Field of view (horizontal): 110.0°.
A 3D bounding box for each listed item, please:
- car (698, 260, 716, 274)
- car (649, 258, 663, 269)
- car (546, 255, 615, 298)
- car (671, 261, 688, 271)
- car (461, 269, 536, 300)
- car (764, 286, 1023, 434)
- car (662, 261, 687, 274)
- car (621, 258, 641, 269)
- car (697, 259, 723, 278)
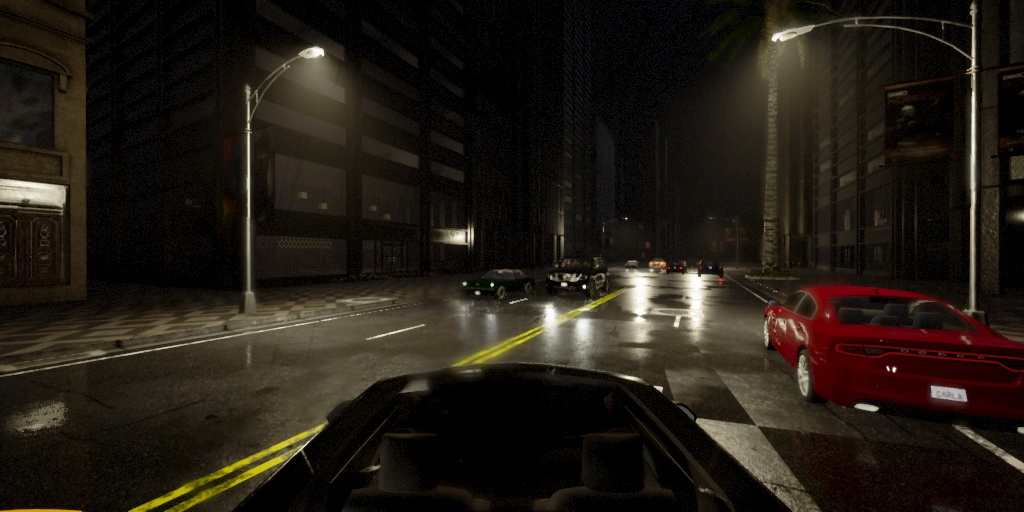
[{"bbox_3d":[23.671,1.251,43.616,1.882,1.535,5.008,0,0,28],"label":"car"},{"bbox_3d":[23.118,1.139,56.994,2.097,1.767,4.553,0,0,27],"label":"car"},{"bbox_3d":[3.678,0.975,19.172,2.150,2.045,5.566,0,0,27],"label":"car"},{"bbox_3d":[23.485,1.381,50.212,1.895,1.301,4.718,0,0,27],"label":"car"},{"bbox_3d":[-0.544,1.353,18.065,1.895,1.301,4.718,0,0,27],"label":"car"},{"bbox_3d":[5.508,1.228,5.796,1.882,1.535,5.008,0,0,27],"label":"car"},{"bbox_3d":[18.607,1.317,40.708,2.033,1.411,5.357,0,0,27],"label":"car"},{"bbox_3d":[18.834,1.332,55.792,2.033,1.411,5.357,0,0,27],"label":"car"},{"bbox_3d":[19.253,1.118,34.887,2.097,1.767,4.553,0,0,27],"label":"car"}]
